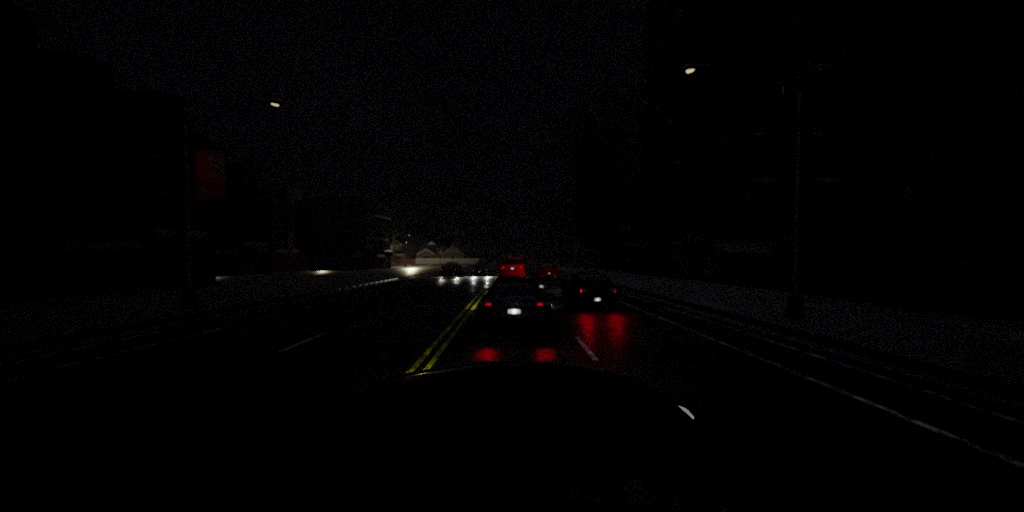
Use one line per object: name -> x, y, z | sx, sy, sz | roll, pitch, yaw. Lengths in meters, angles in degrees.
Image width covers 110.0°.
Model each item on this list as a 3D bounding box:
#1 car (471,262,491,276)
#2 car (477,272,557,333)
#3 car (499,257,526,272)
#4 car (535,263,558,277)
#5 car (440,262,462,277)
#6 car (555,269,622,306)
car -> -3.425, 1.460, 40.106 | 1.837, 1.490, 4.892 | 0, 0, 0
car -> 0.059, 1.338, 10.819 | 1.994, 1.385, 4.181 | 0, 0, 0
car -> 0.030, 1.115, 31.681 | 2.150, 2.045, 5.566 | 0, 0, 0
car -> 3.276, 1.388, 34.118 | 1.882, 1.535, 5.008 | 0, 0, 0
car -> -6.675, 1.429, 39.701 | 1.882, 1.535, 5.008 | 0, -1, 0
car -> 3.313, 1.399, 16.100 | 1.895, 1.301, 4.718 | 0, 0, 0
